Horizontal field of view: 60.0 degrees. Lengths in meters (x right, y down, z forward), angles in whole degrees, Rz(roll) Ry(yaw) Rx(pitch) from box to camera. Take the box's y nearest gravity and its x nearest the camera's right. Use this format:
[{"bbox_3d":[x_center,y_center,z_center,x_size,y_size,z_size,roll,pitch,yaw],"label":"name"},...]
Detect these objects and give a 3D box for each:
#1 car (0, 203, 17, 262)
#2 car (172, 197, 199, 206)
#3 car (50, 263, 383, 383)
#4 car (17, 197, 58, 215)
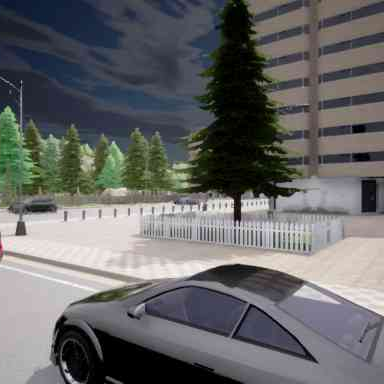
[{"bbox_3d":[-7.415,1.221,9.228,5.566,2.045,2.150,0,0,36],"label":"car"},{"bbox_3d":[-0.929,1.547,55.117,2.033,1.411,5.357,0,0,36],"label":"car"},{"bbox_3d":[0.274,1.564,3.796,4.181,1.385,1.994,0,0,35],"label":"car"},{"bbox_3d":[-16.138,1.354,33.826,2.097,1.767,4.553,0,0,35],"label":"car"}]
